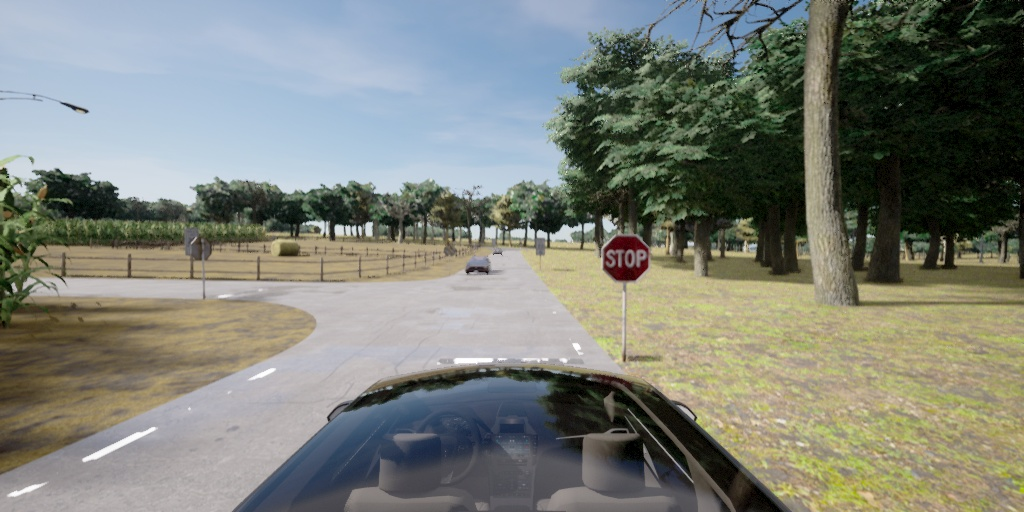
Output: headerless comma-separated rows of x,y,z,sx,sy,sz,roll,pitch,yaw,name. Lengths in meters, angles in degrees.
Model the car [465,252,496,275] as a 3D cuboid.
-2.687,0.699,29.686,2.033,1.411,5.357,0,2,0,car
